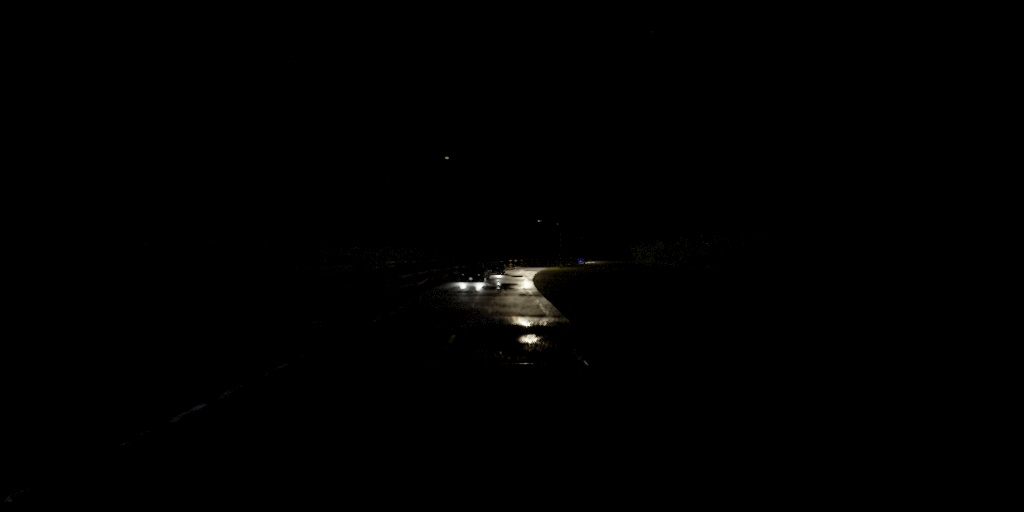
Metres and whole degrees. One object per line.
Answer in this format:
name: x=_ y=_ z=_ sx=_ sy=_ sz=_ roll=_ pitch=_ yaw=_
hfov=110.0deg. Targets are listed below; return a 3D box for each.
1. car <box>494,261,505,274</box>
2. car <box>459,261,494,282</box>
car: x=-1.988 y=1.284 z=40.644 sx=1.812 sy=1.442 sz=4.674 roll=0 pitch=0 yaw=7
car: x=-2.959 y=1.309 z=29.493 sx=2.033 sy=1.411 sz=5.357 roll=0 pitch=0 yaw=3
